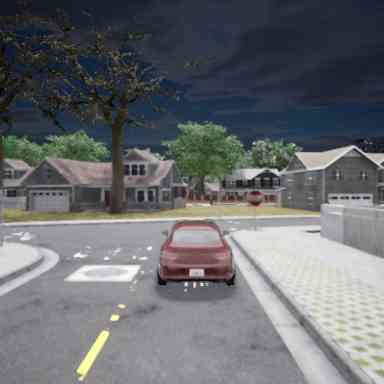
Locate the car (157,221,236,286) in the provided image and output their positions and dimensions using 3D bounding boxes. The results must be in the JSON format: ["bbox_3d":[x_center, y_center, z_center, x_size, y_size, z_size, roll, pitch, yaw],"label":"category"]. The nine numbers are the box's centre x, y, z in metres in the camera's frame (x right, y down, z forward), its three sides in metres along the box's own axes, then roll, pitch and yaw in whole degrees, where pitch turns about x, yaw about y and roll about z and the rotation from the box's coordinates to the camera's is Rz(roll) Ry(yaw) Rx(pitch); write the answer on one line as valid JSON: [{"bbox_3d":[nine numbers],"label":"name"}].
[{"bbox_3d":[0.101,1.517,9.238,1.812,1.442,4.674,0,0,0],"label":"car"}]
